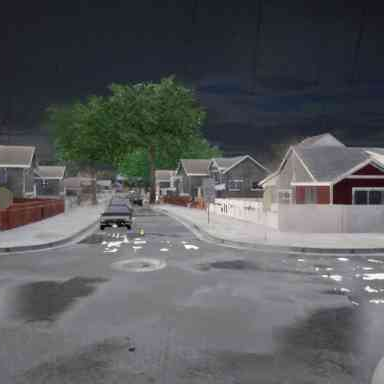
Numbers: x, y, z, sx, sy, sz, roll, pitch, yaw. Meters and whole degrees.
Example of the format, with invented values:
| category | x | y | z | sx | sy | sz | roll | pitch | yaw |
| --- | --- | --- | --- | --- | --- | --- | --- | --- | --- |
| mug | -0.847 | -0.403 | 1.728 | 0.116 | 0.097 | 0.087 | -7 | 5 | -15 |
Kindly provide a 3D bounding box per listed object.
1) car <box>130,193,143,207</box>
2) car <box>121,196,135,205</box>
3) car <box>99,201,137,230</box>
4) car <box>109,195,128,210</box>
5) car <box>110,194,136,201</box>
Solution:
| category | x | y | z | sx | sy | sz | roll | pitch | yaw |
| --- | --- | --- | --- | --- | --- | --- | --- | --- | --- |
| car | -8.911 | 1.192 | 51.013 | 2.150 | 2.045 | 5.566 | 0 | 0 | -16 |
| car | -11.758 | 1.460 | 60.968 | 2.128 | 1.511 | 4.902 | 0 | 0 | -15 |
| car | -4.794 | 1.546 | 21.497 | 2.033 | 1.411 | 5.357 | 0 | 0 | -9 |
| car | -9.779 | 1.342 | 44.028 | 2.097 | 1.767 | 4.553 | 0 | 0 | -16 |
| car | -6.624 | 1.348 | 31.385 | 2.097 | 1.767 | 4.553 | 0 | 0 | -11 |
